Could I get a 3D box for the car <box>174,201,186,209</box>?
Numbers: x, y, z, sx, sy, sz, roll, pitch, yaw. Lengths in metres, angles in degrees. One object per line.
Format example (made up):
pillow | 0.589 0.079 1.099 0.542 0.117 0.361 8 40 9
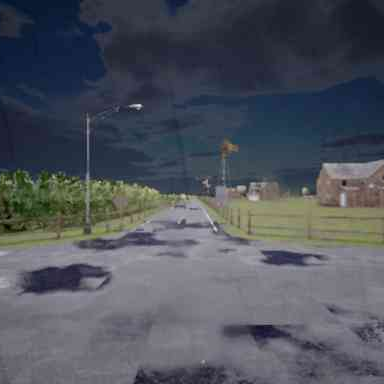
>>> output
car | -2.139 2.337 61.117 1.994 1.385 4.181 0 -1 1
